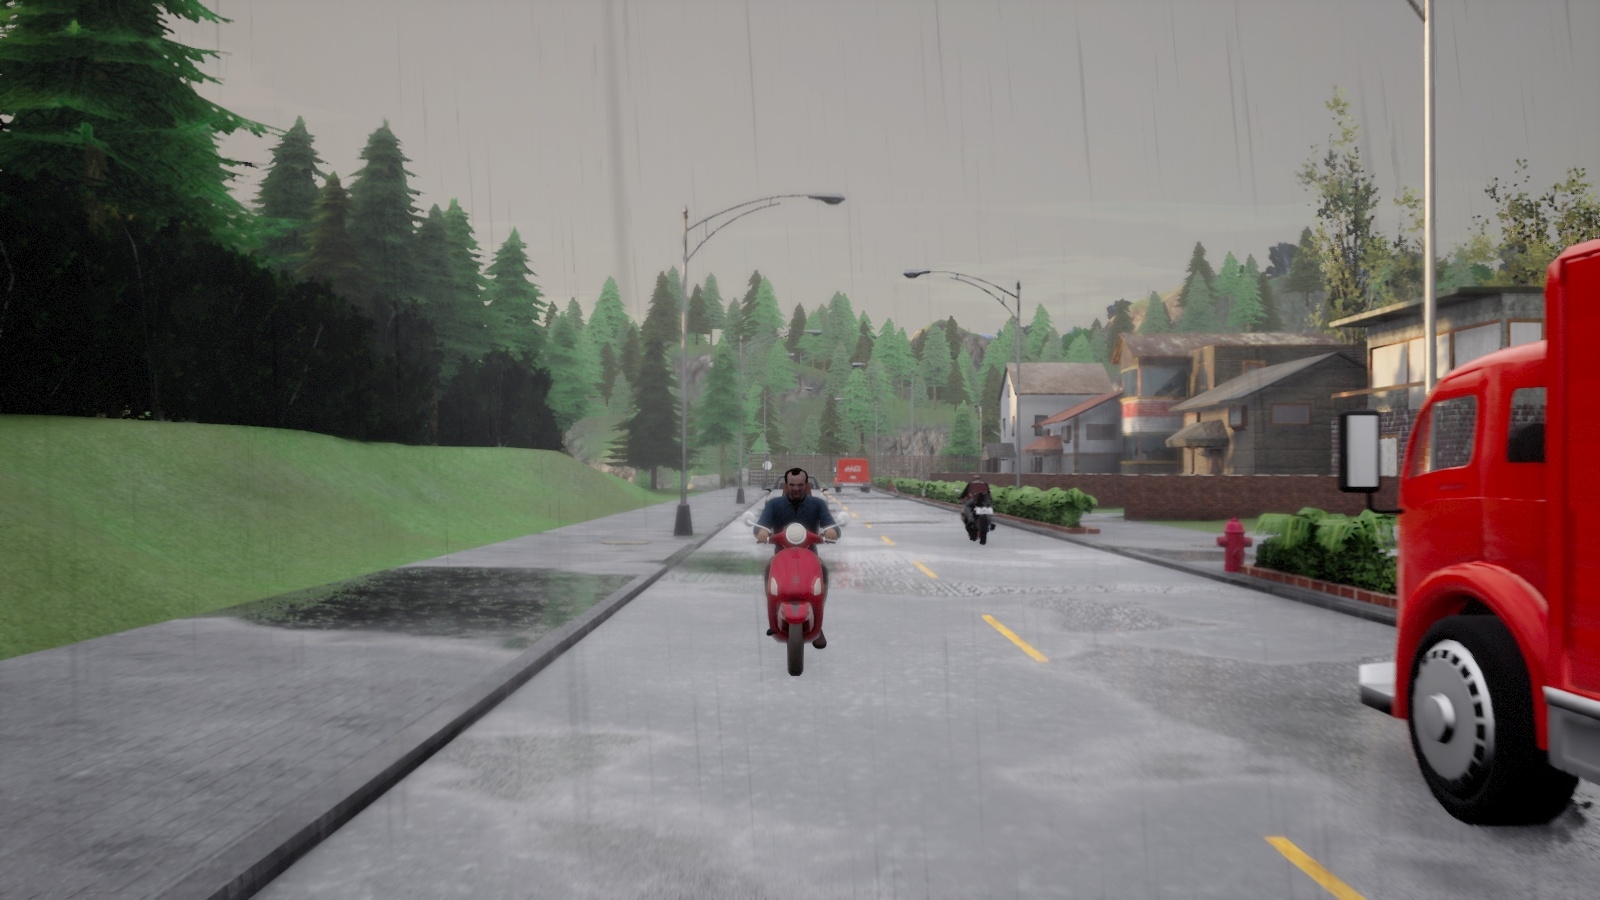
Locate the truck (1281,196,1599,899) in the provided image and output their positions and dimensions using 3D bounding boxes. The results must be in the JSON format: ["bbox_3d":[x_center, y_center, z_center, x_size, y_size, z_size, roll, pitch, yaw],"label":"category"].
[{"bbox_3d":[3.987,0.385,4.337,2.627,2.467,5.204,0,-1,0],"label":"truck"}]

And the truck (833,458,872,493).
[{"bbox_3d":[3.829,1.865,92.742,2.627,2.467,5.204,0,-1,0],"label":"truck"}]

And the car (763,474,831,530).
[{"bbox_3d":[-0.083,1.427,35.746,1.816,1.474,4.193,0,-1,0],"label":"car"}]

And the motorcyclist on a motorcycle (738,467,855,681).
[{"bbox_3d":[-0.025,0.940,10.273,0.866,1.590,1.817,0,-1,0],"label":"motorcyclist on a motorcycle"}]

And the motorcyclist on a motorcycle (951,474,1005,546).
[{"bbox_3d":[3.932,1.302,27.944,0.866,1.530,2.191,0,-1,0],"label":"motorcyclist on a motorcycle"}]
